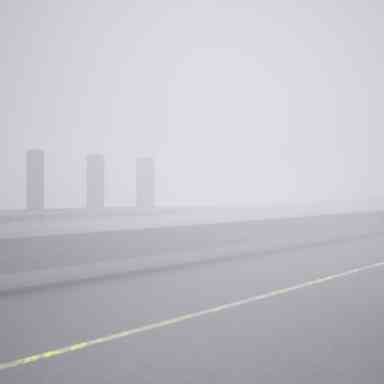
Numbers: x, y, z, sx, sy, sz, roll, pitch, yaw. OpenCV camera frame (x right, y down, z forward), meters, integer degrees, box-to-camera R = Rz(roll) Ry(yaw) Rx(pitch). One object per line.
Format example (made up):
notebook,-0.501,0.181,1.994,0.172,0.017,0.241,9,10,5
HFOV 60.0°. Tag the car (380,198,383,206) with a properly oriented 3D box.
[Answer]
car,29.844,1.161,47.801,5.566,2.045,2.150,0,0,-36

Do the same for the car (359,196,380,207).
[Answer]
car,27.063,1.429,50.105,4.902,1.511,2.128,0,0,-36
